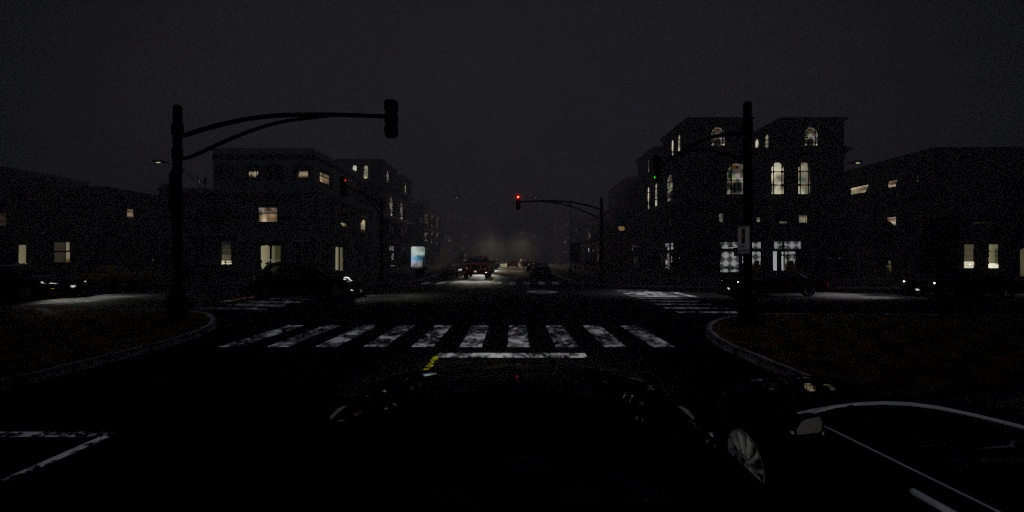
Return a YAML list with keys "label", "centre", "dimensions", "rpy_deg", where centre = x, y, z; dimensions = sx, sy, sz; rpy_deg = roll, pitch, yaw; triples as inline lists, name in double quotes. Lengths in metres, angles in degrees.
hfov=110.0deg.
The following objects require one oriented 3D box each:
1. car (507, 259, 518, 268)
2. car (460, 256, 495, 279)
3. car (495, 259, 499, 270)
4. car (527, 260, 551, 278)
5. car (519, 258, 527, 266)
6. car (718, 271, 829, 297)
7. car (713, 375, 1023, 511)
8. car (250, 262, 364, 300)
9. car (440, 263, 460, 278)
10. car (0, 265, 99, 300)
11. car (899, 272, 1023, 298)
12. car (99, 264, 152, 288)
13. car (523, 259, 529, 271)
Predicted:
- label: "car"
  centre: [0.093, 1.237, 63.896]
  dimensions: [1.882, 1.535, 5.008]
  rpy_deg: [0, 0, 0]
- label: "car"
  centre: [-3.115, 0.975, 33.519]
  dimensions: [2.150, 2.045, 5.566]
  rpy_deg: [0, 0, 1]
- label: "car"
  centre: [-3.099, 1.245, 43.447]
  dimensions: [2.128, 1.511, 4.902]
  rpy_deg: [0, 0, 1]
- label: "car"
  centre: [2.688, 1.318, 33.970]
  dimensions: [1.948, 1.339, 4.313]
  rpy_deg: [0, 0, 0]
- label: "car"
  centre: [2.685, 1.309, 61.579]
  dimensions: [2.007, 1.370, 4.403]
  rpy_deg: [0, 0, 0]
- label: "car"
  centre: [13.800, 1.432, 19.168]
  dimensions: [4.718, 1.301, 1.895]
  rpy_deg: [0, 0, 1]
- label: "car"
  centre: [2.691, 1.300, 1.580]
  dimensions: [2.007, 1.370, 4.403]
  rpy_deg: [0, 0, 0]
- label: "car"
  centre: [-9.561, 1.074, 17.075]
  dimensions: [4.553, 1.767, 2.097]
  rpy_deg: [1, 0, -8]
- label: "car"
  centre: [-5.693, 1.335, 33.982]
  dimensions: [1.802, 1.307, 4.207]
  rpy_deg: [0, 0, 0]
- label: "car"
  centre: [-22.625, 1.156, 16.532]
  dimensions: [4.892, 1.490, 1.837]
  rpy_deg: [0, 0, 1]
- label: "car"
  centre: [23.749, 1.481, 19.022]
  dimensions: [4.718, 1.301, 1.895]
  rpy_deg: [0, 0, 1]
- label: "car"
  centre: [-25.456, 1.194, 22.362]
  dimensions: [4.829, 1.417, 1.751]
  rpy_deg: [0, 0, 1]
- label: "car"
  centre: [2.687, 1.336, 45.012]
  dimensions: [1.802, 1.307, 4.207]
  rpy_deg: [0, 0, 0]
